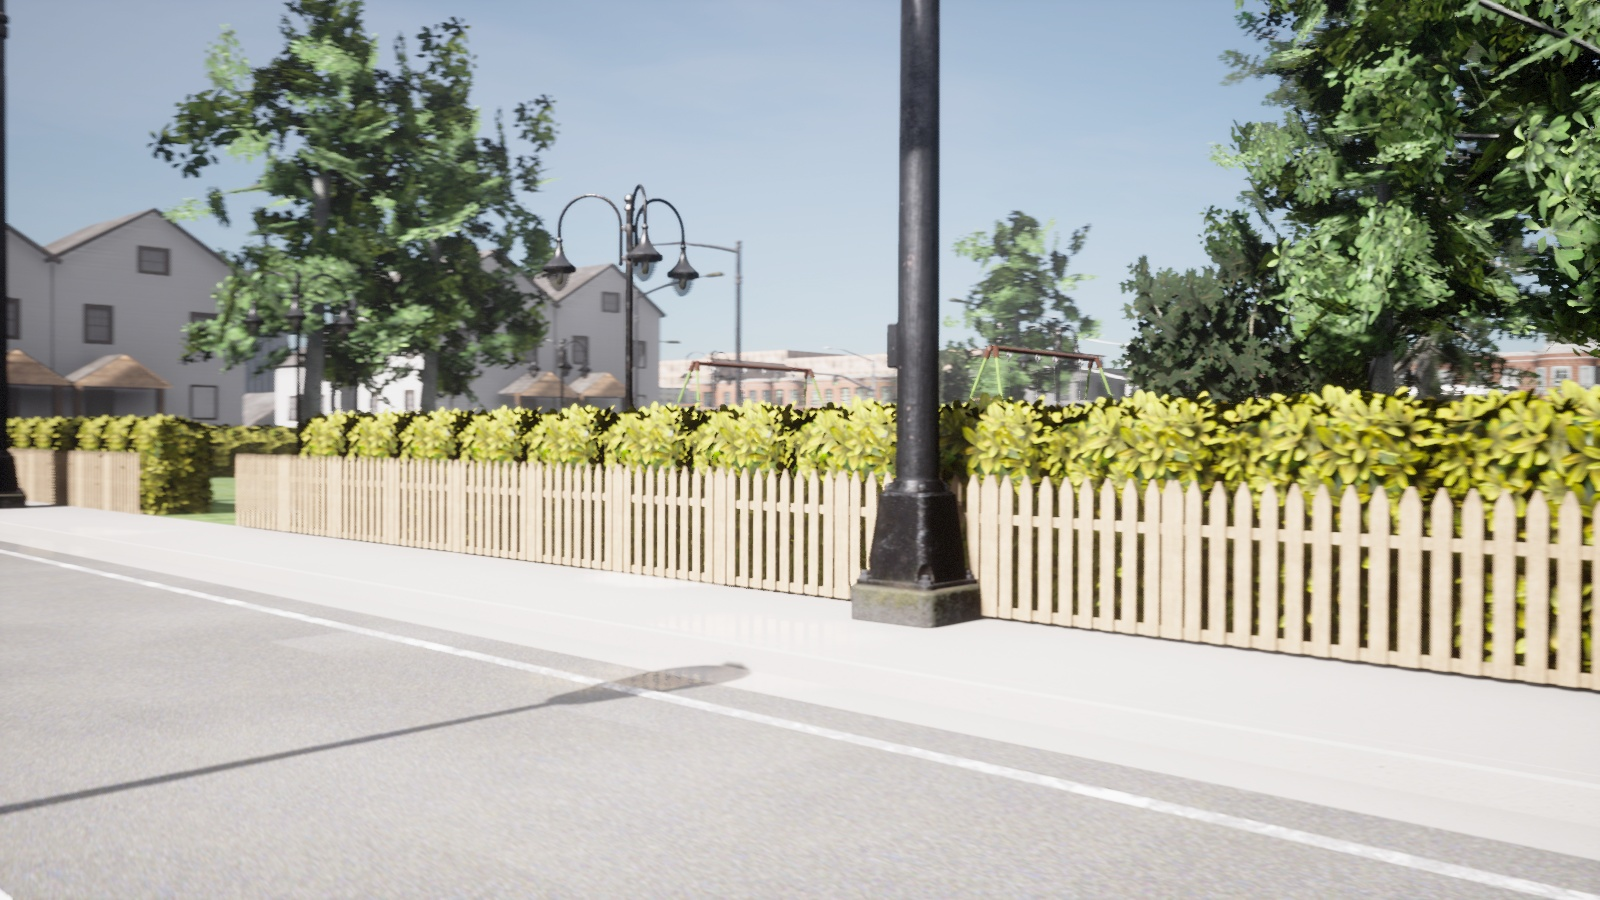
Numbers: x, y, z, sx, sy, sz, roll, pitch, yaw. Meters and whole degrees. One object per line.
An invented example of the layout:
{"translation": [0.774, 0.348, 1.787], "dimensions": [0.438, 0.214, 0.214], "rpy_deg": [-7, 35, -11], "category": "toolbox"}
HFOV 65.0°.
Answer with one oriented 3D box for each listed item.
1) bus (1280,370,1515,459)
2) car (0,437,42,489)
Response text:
{"translation": [30.802, -1.715, 65.102], "dimensions": [10.273, 4.253, 3.944], "rpy_deg": [-1, 1, 42], "category": "bus"}
{"translation": [-29.715, 0.486, 44.380], "dimensions": [1.932, 1.855, 4.605], "rpy_deg": [0, 1, 42], "category": "car"}
